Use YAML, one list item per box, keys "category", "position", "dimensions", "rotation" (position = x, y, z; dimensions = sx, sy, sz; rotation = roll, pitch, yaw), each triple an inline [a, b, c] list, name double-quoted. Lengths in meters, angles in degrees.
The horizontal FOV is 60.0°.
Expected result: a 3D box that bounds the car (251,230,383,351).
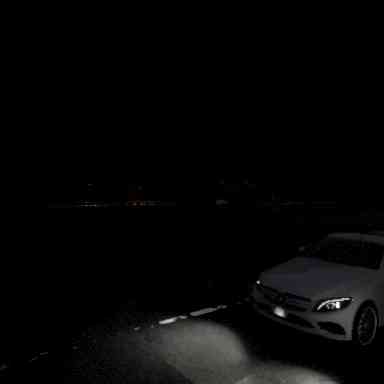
- category: "car"
  position: [3.193, 1.488, 6.270]
  dimensions: [4.674, 1.442, 1.812]
  rotation: [0, 0, -35]
